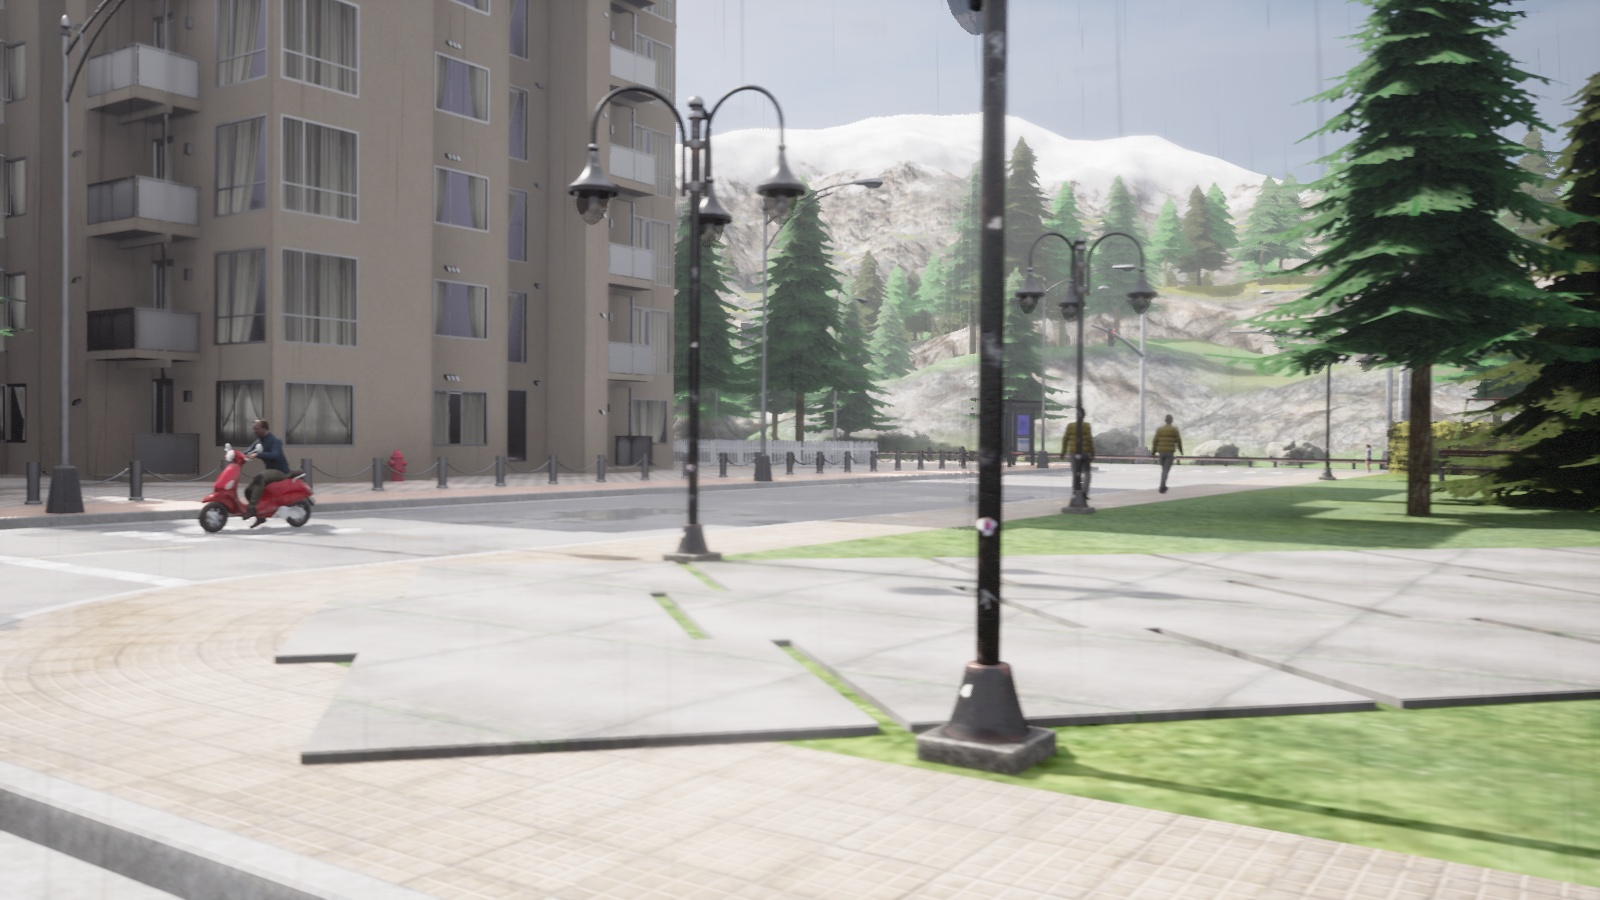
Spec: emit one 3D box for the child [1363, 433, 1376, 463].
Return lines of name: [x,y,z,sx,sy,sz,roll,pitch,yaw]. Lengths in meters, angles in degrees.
child: [21.491,-0.084,47.379,0.255,1.110,0.394,-1,1,-44]

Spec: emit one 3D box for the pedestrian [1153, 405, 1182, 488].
pedestrian: [8.283,-0.085,28.312,0.431,1.840,0.709,0,1,34]

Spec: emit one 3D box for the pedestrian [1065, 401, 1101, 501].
pedestrian: [5.307,0.007,23.562,0.431,1.840,0.709,0,1,32]

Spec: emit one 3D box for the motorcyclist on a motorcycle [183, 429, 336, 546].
motorcyclist on a motorcycle: [-7.707,0.494,17.981,0.866,1.590,1.817,0,1,34]
